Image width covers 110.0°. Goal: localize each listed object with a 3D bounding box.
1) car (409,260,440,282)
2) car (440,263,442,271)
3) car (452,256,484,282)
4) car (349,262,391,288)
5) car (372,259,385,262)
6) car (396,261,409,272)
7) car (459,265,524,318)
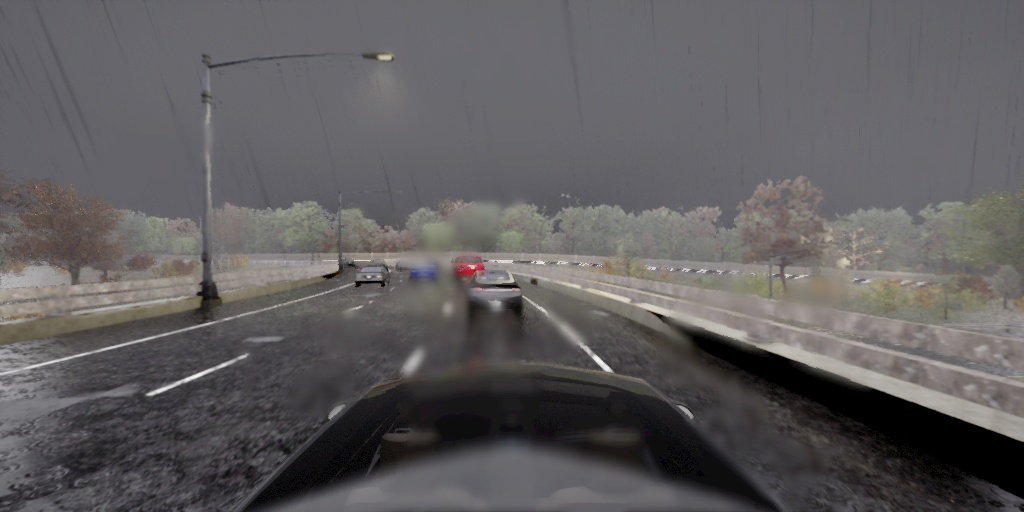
[{"bbox_3d":[-7.242,1.270,29.428,1.882,1.535,5.008,0,0,-15],"label":"car"},{"bbox_3d":[-11.233,1.321,50.310,1.837,1.490,4.892,0,0,-26],"label":"car"},{"bbox_3d":[-3.663,0.994,29.810,2.150,2.045,5.566,0,0,-15],"label":"car"},{"bbox_3d":[-9.561,1.353,24.879,2.033,1.411,5.357,0,0,-14],"label":"car"},{"bbox_3d":[-18.278,1.209,48.768,2.097,1.767,4.553,0,0,-26],"label":"car"},{"bbox_3d":[-14.838,1.401,49.682,1.994,1.385,4.181,0,0,-26],"label":"car"},{"bbox_3d":[-0.728,1.247,13.116,2.128,1.511,4.902,0,0,-7],"label":"car"}]
